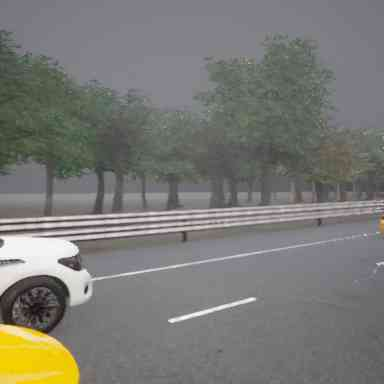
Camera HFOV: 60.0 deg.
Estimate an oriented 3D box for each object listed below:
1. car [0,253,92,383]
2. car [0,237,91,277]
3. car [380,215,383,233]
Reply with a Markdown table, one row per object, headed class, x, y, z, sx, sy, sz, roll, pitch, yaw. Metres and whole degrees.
| class | x | y | z | sx | sy | sz | roll | pitch | yaw |
| --- | --- | --- | --- | --- | --- | --- | --- | --- | --- |
| car | -3.094 | 1.475 | 1.539 | 5.008 | 1.535 | 1.882 | 0 | 0 | -36 |
| car | -4.412 | 1.220 | 4.910 | 5.566 | 2.045 | 2.150 | 0 | 0 | -36 |
| car | 10.924 | 1.334 | 15.851 | 5.008 | 1.535 | 1.882 | -1 | 0 | -36 |
